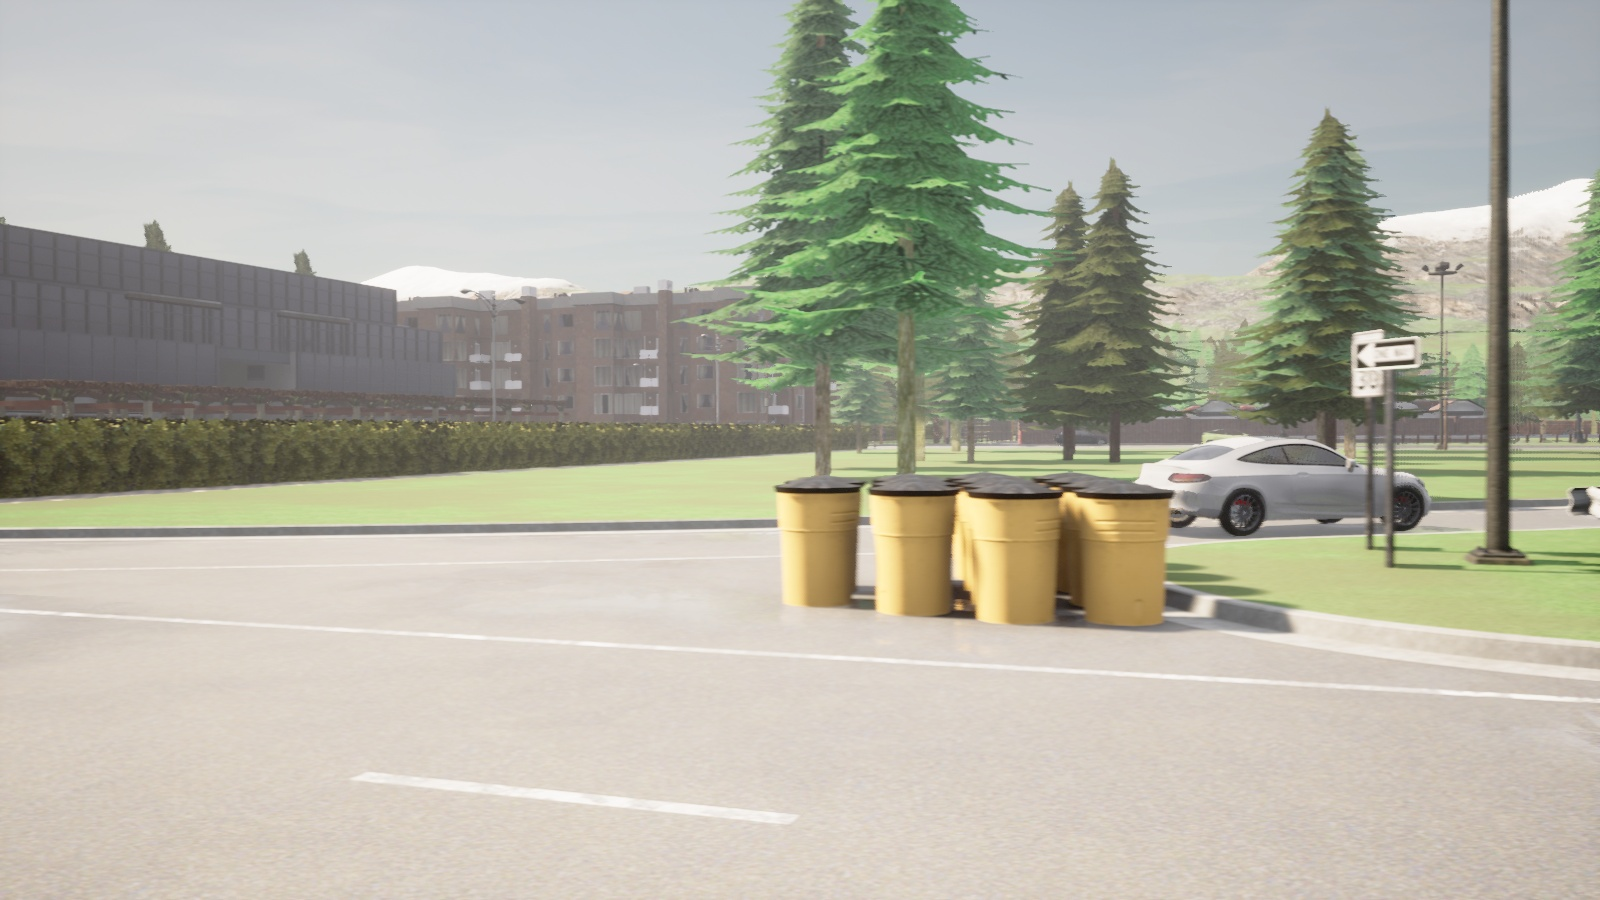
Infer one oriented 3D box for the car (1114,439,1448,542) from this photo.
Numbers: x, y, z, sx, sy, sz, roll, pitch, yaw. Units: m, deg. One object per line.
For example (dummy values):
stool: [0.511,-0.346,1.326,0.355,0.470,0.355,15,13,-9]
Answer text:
car: [7.394,0.570,19.390,4.674,1.442,1.812,0,1,-17]
